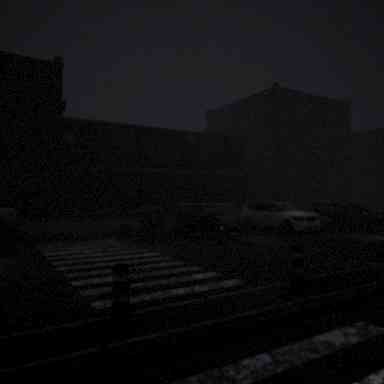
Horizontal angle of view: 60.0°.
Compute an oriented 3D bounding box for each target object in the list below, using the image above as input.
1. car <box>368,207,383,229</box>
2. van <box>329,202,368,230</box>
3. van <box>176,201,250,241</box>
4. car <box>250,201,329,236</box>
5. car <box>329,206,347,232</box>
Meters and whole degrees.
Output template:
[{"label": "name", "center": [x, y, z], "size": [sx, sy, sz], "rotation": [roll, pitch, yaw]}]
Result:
[{"label": "car", "center": [12.508, 1.975, 26.032], "size": [2.097, 1.535, 5.008], "rotation": [1, -1, -32]}, {"label": "van", "center": [10.217, 1.710, 24.733], "size": [1.878, 1.987, 4.442], "rotation": [1, -1, -32]}, {"label": "van", "center": [0.888, 1.571, 18.627], "size": [1.878, 1.987, 4.442], "rotation": [1, -1, -32]}, {"label": "car", "center": [5.515, 1.606, 21.623], "size": [2.435, 2.045, 5.566], "rotation": [1, -1, -32]}, {"label": "car", "center": [7.836, 1.934, 23.107], "size": [2.002, 1.452, 4.674], "rotation": [1, -1, -32]}]
